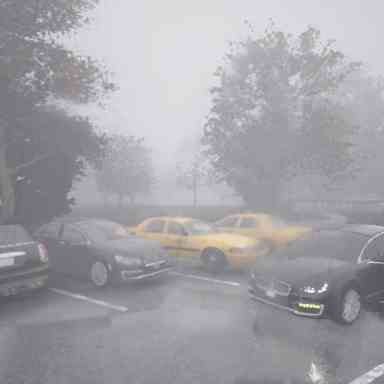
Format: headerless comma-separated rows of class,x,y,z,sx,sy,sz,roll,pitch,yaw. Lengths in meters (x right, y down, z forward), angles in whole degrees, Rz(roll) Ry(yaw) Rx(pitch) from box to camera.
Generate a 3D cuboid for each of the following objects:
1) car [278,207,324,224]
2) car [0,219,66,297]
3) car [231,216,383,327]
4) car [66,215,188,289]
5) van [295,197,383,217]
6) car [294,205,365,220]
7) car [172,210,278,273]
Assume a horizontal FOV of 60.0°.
car,1.895,1.474,12.673,5.366,1.575,1.946,-1,0,35
car,-5.224,1.358,7.423,4.553,1.767,2.185,-1,-1,34
car,3.343,1.498,7.120,4.892,1.490,1.837,0,0,-35
car,-2.825,1.484,9.164,4.892,1.521,2.231,-1,-1,35
van,6.812,1.235,16.013,4.442,1.987,1.878,-1,0,35
car,4.455,1.498,14.273,4.792,1.488,2.163,-1,0,35
car,-0.236,1.475,10.761,5.366,1.575,1.946,-1,-1,35
